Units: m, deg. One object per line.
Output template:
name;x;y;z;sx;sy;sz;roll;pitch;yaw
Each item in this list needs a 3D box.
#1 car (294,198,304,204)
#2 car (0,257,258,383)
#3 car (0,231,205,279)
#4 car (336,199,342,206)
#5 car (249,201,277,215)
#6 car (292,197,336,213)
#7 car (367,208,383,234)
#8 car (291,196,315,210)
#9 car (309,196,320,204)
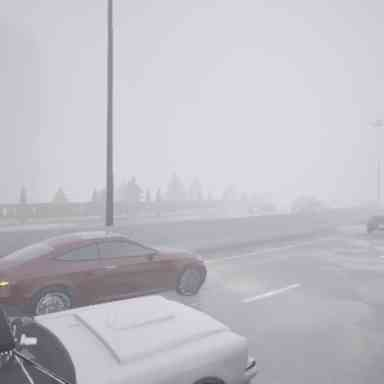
car;24.259;2.046;75.604;1.994;1.385;4.181;0;0;17
car;-1.690;1.615;2.686;4.718;1.301;1.895;0;0;-36
car;-1.814;1.565;7.000;4.674;1.442;1.812;0;0;-37
car;28.965;2.011;67.159;1.994;1.385;4.181;0;0;17
car;8.063;1.735;37.649;2.128;1.511;4.902;0;0;34
car;11.023;1.554;29.895;2.097;1.767;4.553;0;0;37
car;11.685;1.666;19.467;1.812;1.442;4.674;0;0;42
car;13.462;1.485;39.451;2.150;2.045;5.566;0;0;31
car;28.599;1.839;77.776;2.097;1.767;4.553;0;0;17
